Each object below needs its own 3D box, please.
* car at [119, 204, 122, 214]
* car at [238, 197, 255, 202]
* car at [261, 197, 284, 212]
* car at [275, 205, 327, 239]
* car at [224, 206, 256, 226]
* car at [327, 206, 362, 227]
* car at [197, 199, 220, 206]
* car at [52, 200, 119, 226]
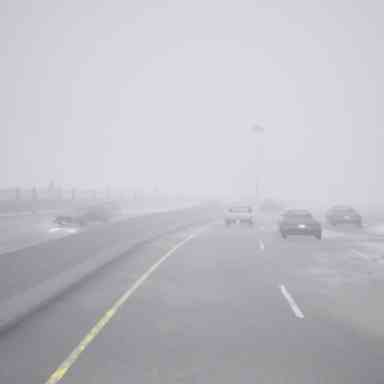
[{"bbox_3d":[-8.658,1.546,32.384,1.837,1.490,4.892,0,0,18],"label":"car"},{"bbox_3d":[10.277,1.654,62.053,1.812,1.442,4.674,0,0,33],"label":"car"},{"bbox_3d":[9.822,1.504,40.325,2.097,1.767,4.553,0,0,25],"label":"car"},{"bbox_3d":[5.763,1.639,18.134,1.994,1.385,4.181,0,0,12],"label":"car"},{"bbox_3d":[3.631,1.681,24.212,1.895,1.301,4.718,0,0,15],"label":"car"},{"bbox_3d":[10.918,1.680,24.147,1.994,1.385,4.181,0,0,16],"label":"car"},{"bbox_3d":[2.121,1.623,40.879,1.837,1.490,4.892,0,-1,25],"label":"car"},{"bbox_3d":[-7.537,1.572,23.739,2.033,1.411,5.357,0,0,14],"label":"car"}]
